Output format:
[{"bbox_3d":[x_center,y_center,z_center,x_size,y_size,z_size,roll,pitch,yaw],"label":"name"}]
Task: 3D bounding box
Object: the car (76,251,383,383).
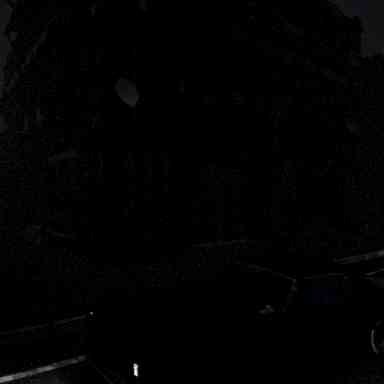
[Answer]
[{"bbox_3d":[0.971,1.600,4.573,4.718,1.301,1.895,0,0,-32],"label":"car"}]
